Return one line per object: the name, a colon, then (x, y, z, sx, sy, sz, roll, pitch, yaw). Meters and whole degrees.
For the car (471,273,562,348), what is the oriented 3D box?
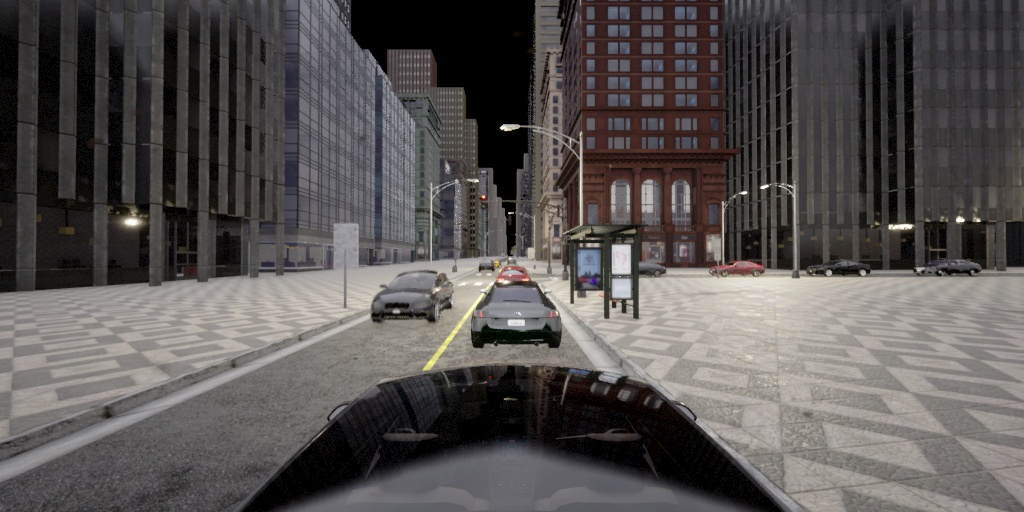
car: (0.092, 1.313, 9.229, 1.994, 1.385, 4.181, 0, 0, 0)

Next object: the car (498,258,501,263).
car: (-3.140, 1.127, 58.020, 1.882, 1.535, 5.008, 0, 0, 0)

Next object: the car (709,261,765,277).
car: (20.778, 1.188, 33.207, 4.674, 1.442, 1.812, 0, -1, 0)

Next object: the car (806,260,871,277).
car: (30.135, 1.106, 33.198, 5.008, 1.535, 1.882, 0, -1, 0)

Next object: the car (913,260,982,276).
car: (40.172, 1.081, 33.169, 4.902, 1.511, 2.128, 0, -1, 1)

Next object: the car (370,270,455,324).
car: (-3.109, 1.253, 12.067, 1.837, 1.490, 4.892, 0, 0, 0)

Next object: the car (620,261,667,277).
car: (11.842, 1.219, 33.203, 4.674, 1.442, 1.812, 0, -1, -2)

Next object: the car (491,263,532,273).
car: (0.101, 1.266, 19.063, 1.812, 1.442, 4.674, 0, 0, 1)

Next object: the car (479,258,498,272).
car: (-3.138, 1.162, 45.573, 1.882, 1.535, 5.008, 0, 0, 0)
